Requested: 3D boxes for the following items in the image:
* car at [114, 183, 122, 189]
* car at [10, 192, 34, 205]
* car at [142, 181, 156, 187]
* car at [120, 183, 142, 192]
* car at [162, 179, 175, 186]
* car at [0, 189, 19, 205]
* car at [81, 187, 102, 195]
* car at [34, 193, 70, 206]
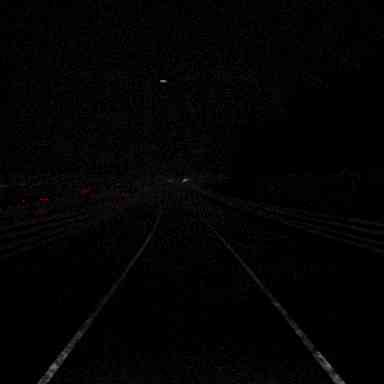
[{"bbox_3d":[-17.284,-1.408,80.015,1.812,1.442,4.674,0,4,12],"label":"car"},{"bbox_3d":[-21.358,0.994,44.292,1.895,1.301,4.718,0,4,12],"label":"car"},{"bbox_3d":[-11.352,-2.166,90.998,1.837,1.490,4.892,0,4,12],"label":"car"},{"bbox_3d":[-12.530,-0.650,68.790,1.895,1.301,4.718,0,4,12],"label":"car"},{"bbox_3d":[-7.094,-2.340,94.169,1.994,1.385,4.181,0,4,12],"label":"car"},{"bbox_3d":[-24.781,0.573,45.005,2.150,2.045,5.566,0,4,12],"label":"car"},{"bbox_3d":[-18.049,-0.156,59.735,1.882,1.535,5.008,0,4,12],"label":"car"},{"bbox_3d":[-17.942,0.914,43.527,1.837,1.490,4.892,0,4,12],"label":"car"}]
